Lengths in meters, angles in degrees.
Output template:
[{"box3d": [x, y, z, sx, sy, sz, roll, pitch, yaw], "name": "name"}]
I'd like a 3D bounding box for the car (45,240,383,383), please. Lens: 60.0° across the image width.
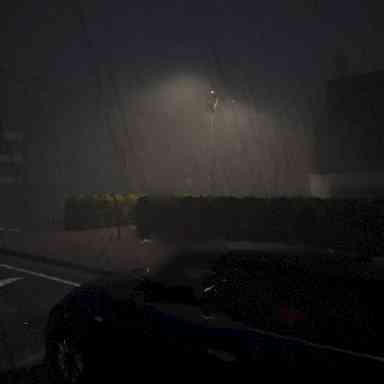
[{"box3d": [0.375, 1.348, 3.726, 4.553, 1.767, 2.097, 0, 0, 36], "name": "car"}]
